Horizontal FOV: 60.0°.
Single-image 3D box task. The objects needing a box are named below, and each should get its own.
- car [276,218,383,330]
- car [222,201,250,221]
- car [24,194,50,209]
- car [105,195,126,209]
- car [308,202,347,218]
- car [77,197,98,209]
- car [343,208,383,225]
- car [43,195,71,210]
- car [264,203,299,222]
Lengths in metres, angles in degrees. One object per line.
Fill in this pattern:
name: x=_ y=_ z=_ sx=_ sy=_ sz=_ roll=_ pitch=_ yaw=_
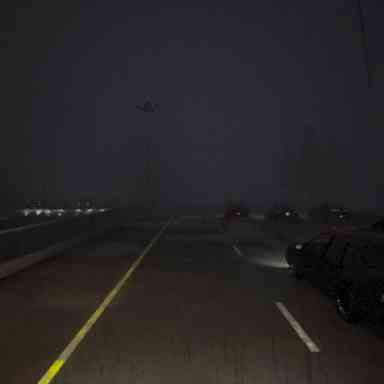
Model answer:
car: x=3.542 y=1.554 z=7.121 sx=2.033 sy=1.411 sz=5.357 roll=0 pitch=0 yaw=1
car: x=3.579 y=1.501 z=27.863 sx=1.882 sy=1.535 sz=5.008 roll=0 pitch=0 yaw=0
car: x=-21.454 y=1.262 z=46.828 sx=2.150 sy=2.045 sz=5.566 roll=0 pitch=0 yaw=-4
car: x=-10.959 y=1.542 z=46.723 sx=1.837 sy=1.490 sz=4.892 roll=0 pitch=0 yaw=-3
car: x=10.570 y=1.515 z=25.922 sx=2.128 sy=1.511 sz=4.902 roll=0 pitch=0 yaw=0
car: x=-14.425 y=1.541 z=46.080 sx=1.837 sy=1.490 sz=4.892 roll=0 pitch=0 yaw=-3
car: x=7.069 y=1.516 z=10.916 sx=1.837 sy=1.490 sz=4.892 roll=0 pitch=0 yaw=0
car: x=-17.867 y=1.515 z=44.987 sx=1.882 sy=1.535 sz=5.008 roll=0 pitch=0 yaw=-3
car: x=7.074 y=1.587 z=26.634 sx=1.994 sy=1.385 sz=4.181 roll=0 pitch=0 yaw=0
